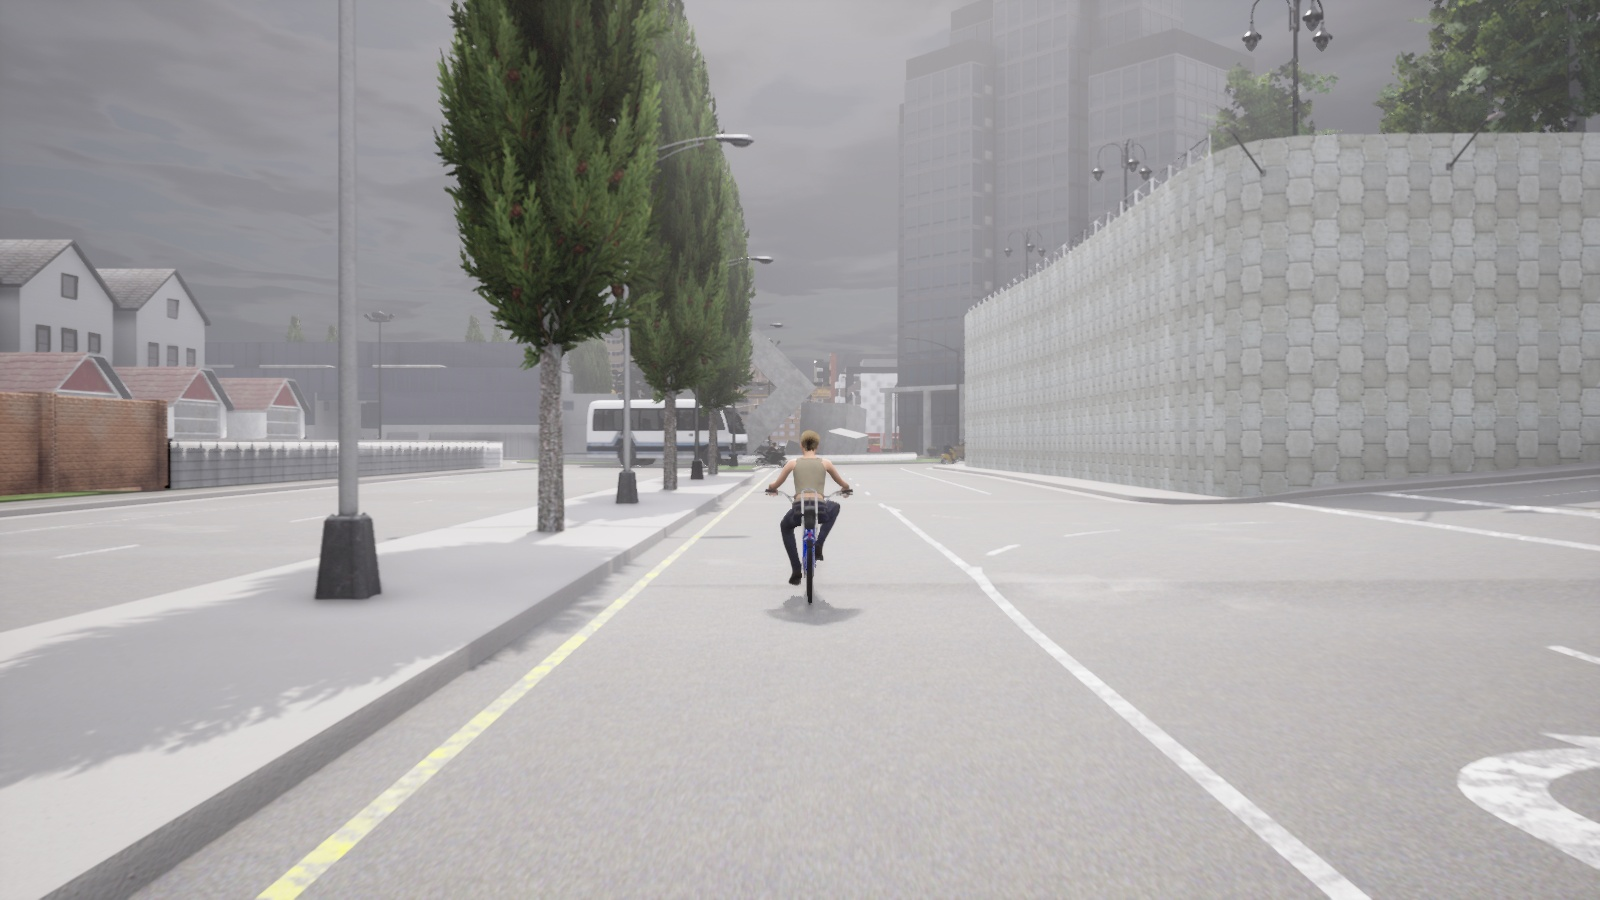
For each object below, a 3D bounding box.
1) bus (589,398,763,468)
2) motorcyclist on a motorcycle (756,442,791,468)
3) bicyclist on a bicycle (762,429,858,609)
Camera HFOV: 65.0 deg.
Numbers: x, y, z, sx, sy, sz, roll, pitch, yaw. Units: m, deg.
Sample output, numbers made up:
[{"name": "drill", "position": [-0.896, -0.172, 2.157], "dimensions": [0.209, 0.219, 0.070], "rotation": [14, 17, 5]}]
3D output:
[{"name": "bus", "position": [-7.829, -1.085, 79.552], "dimensions": [10.273, 4.253, 3.944], "rotation": [0, 1, 17]}, {"name": "motorcyclist on a motorcycle", "position": [-1.595, 0.298, 76.105], "dimensions": [2.044, 1.523, 0.797], "rotation": [0, 0, -6]}, {"name": "bicyclist on a bicycle", "position": [0.089, 0.615, 12.040], "dimensions": [0.866, 1.612, 1.509], "rotation": [0, 0, 0]}]
